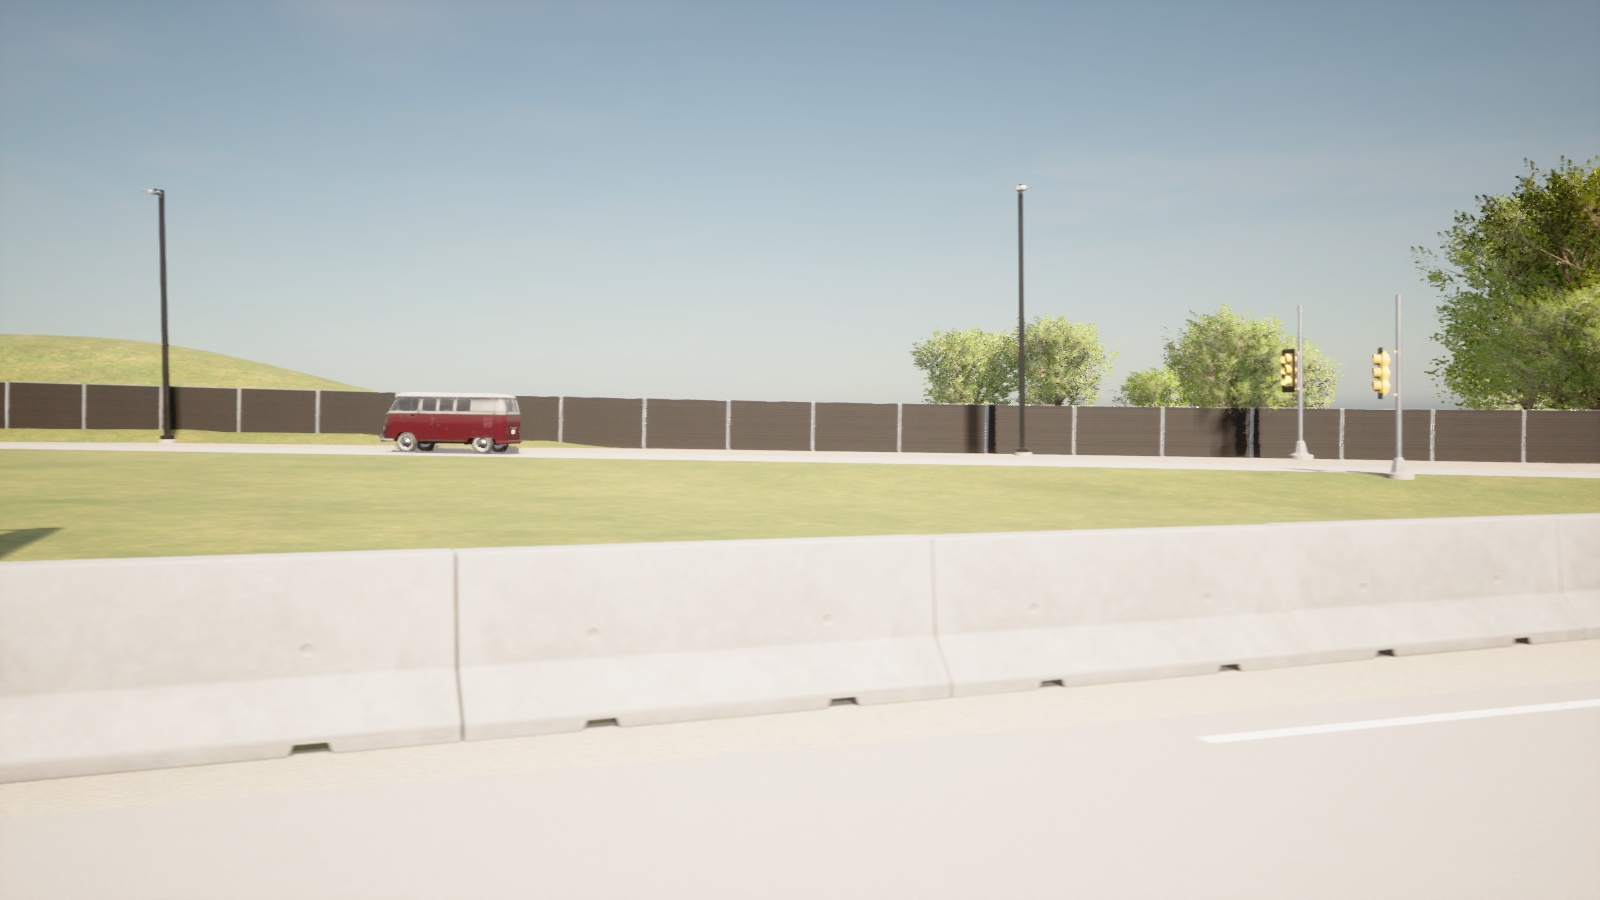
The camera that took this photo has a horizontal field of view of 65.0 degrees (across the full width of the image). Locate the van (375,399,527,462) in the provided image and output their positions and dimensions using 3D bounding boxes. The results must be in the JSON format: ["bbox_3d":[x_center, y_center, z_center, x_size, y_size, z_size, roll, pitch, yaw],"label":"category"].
[{"bbox_3d":[-11.437,-0.646,41.249,4.442,1.987,1.775,0,2,6],"label":"van"}]
